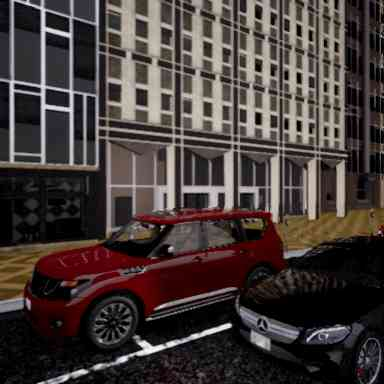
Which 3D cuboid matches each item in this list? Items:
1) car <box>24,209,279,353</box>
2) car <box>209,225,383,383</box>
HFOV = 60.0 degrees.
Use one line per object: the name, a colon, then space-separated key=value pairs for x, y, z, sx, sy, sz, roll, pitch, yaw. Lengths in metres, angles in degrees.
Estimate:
car: x=-0.336 y=1.294 z=6.314 sx=5.009 sy=1.841 sz=2.192 roll=0 pitch=1 yaw=-35
car: x=2.709 y=1.492 z=5.311 sx=4.674 sy=1.442 sz=1.812 roll=0 pitch=0 yaw=-35
